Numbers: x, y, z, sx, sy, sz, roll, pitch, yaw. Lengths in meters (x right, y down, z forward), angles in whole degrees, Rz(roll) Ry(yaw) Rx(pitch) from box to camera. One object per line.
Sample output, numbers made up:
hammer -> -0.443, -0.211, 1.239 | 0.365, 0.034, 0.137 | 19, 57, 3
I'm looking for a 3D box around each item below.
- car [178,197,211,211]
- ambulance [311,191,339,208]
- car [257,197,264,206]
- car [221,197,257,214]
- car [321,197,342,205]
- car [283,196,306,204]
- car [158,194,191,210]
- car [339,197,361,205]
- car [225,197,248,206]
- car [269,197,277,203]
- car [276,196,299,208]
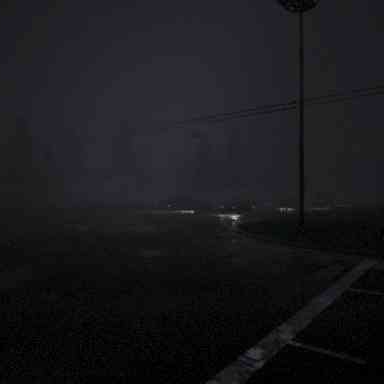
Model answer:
car -> 0.665, 1.614, 41.842 | 1.994, 1.385, 4.181 | 0, 0, 36
ambulance -> 19.817, 1.054, 50.207 | 2.351, 2.431, 6.366 | 0, 0, 36
car -> 10.137, 1.525, 54.888 | 1.882, 1.535, 5.008 | 0, 0, 36
car -> 4.892, 1.560, 35.753 | 1.812, 1.442, 4.674 | 0, 0, 36
car -> 26.452, 1.637, 62.953 | 4.181, 1.385, 1.994 | 0, 0, -38
car -> 20.680, 1.557, 67.263 | 4.902, 1.511, 2.128 | 0, 0, -41
car -> -2.130, 1.279, 43.945 | 2.150, 2.045, 5.566 | 0, 0, 36
car -> 28.595, 1.619, 60.186 | 4.718, 1.301, 1.895 | 0, 0, -38
car -> 7.693, 1.581, 57.416 | 1.812, 1.442, 4.674 | 0, 0, 37
car -> 18.046, 1.631, 69.596 | 4.718, 1.301, 1.895 | 0, 0, -45
car -> 14.502, 1.596, 48.940 | 1.994, 1.385, 4.181 | 0, 0, 36
